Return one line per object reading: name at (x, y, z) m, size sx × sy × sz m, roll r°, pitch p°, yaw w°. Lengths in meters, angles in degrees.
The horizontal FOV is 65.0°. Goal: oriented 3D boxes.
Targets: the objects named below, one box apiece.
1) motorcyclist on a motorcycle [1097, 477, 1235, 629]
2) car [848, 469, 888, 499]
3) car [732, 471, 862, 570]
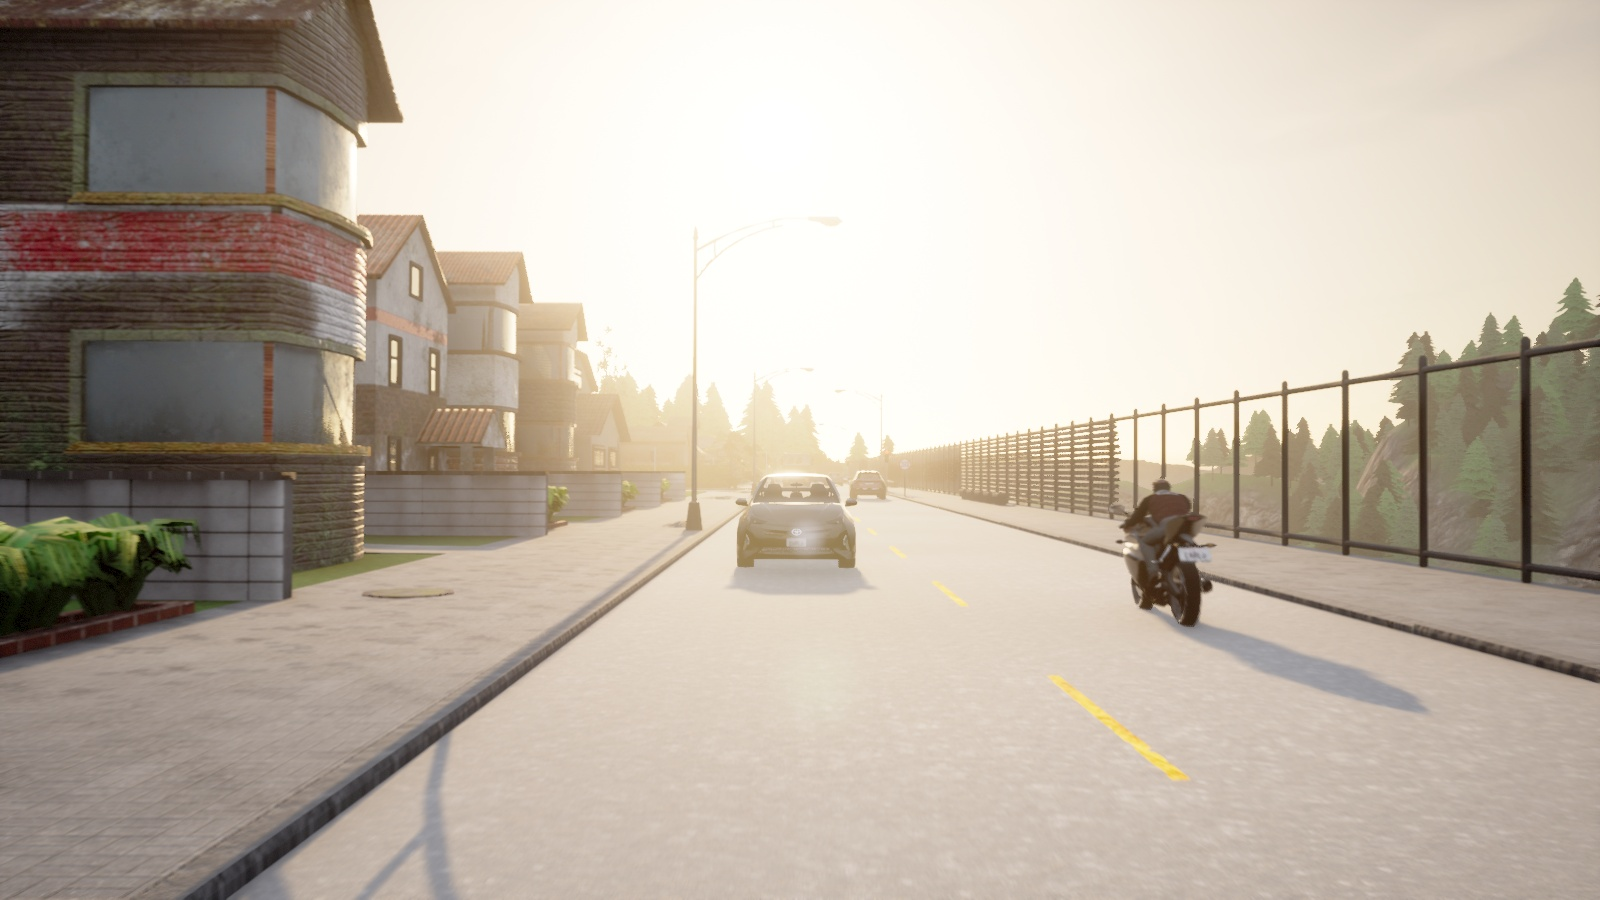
motorcyclist on a motorcycle at (3.966, 1.065, 13.830) m, size 0.866 × 1.530 × 2.191 m, roll 0°, pitch -1°, yaw 0°
car at (3.826, 1.927, 71.546) m, size 2.033 × 1.649 × 4.856 m, roll 0°, pitch -1°, yaw 0°
car at (-0.053, 1.123, 21.564) m, size 2.007 × 1.525 × 4.514 m, roll 0°, pitch -1°, yaw 0°
